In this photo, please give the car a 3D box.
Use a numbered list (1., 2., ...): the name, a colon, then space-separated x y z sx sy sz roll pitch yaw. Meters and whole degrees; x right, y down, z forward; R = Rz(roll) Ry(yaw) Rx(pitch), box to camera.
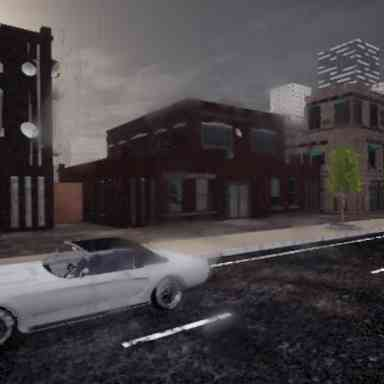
1. car: -2.049 1.593 6.209 4.718 1.301 1.895 0 0 -35
